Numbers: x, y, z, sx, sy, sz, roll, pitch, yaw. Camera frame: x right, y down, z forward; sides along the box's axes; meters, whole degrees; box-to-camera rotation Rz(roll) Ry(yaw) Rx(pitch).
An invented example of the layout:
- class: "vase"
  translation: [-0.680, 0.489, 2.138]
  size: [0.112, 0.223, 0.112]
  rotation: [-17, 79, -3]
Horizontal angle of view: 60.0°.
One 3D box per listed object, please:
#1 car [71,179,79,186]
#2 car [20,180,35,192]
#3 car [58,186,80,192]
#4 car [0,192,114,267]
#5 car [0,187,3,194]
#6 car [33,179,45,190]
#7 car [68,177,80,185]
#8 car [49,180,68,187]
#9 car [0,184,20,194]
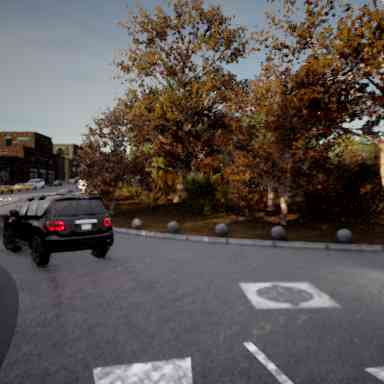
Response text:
- class: "car"
  translation: [-20.129, -0.999, 61.750]
  size: [2.097, 1.767, 4.553]
  rotation: [0, 4, 0]
- class: "car"
  translation: [-31.806, -0.862, 61.644]
  size: [1.946, 1.575, 5.366]
  rotation: [0, 4, 0]
- class: "car"
  translation: [-16.295, 0.409, 43.121]
  size: [1.837, 1.490, 4.892]
  rotation: [-1, 4, -5]
- class: "car"
  translation: [-4.790, 1.149, 11.599]
  size: [2.150, 2.045, 5.566]
  rotation: [0, -1, -41]
- class: "car"
  translation: [-31.729, -0.112, 50.622]
  size: [1.946, 1.575, 5.366]
  rotation: [0, 4, 0]
- class: "car"
  translation: [-31.850, -1.502, 67.423]
  size: [2.435, 2.045, 5.566]
  rotation: [0, 4, 0]
- class: "car"
  translation: [-32.025, -2.745, 89.523]
  size: [2.231, 1.521, 4.892]
  rotation: [0, 4, 0]
- class: "car"
  translation: [-31.942, -1.968, 78.463]
  size: [2.163, 1.488, 4.792]
  rotation: [0, 4, 0]
- class: "car"
  translation: [-31.763, -0.488, 56.132]
  size: [1.946, 1.575, 5.366]
  rotation: [0, 4, 0]
